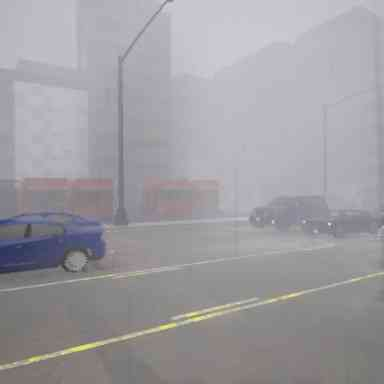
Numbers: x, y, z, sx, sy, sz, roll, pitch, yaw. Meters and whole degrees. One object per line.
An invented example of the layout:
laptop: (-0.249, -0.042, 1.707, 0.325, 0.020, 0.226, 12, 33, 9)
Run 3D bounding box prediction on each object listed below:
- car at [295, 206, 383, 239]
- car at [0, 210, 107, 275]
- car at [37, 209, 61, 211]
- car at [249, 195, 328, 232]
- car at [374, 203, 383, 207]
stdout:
car: (7.853, 1.597, 17.313, 4.718, 1.301, 1.895, 0, 0, -33)
car: (-4.891, 1.455, 9.107, 5.008, 1.535, 1.882, 0, 0, -33)
car: (-5.918, 1.445, 12.627, 5.008, 1.535, 1.882, 0, 0, -33)
car: (6.080, 1.213, 20.349, 5.566, 2.045, 2.150, 0, 0, -33)
car: (15.112, 1.600, 26.063, 4.181, 1.385, 1.994, 0, 0, -33)
